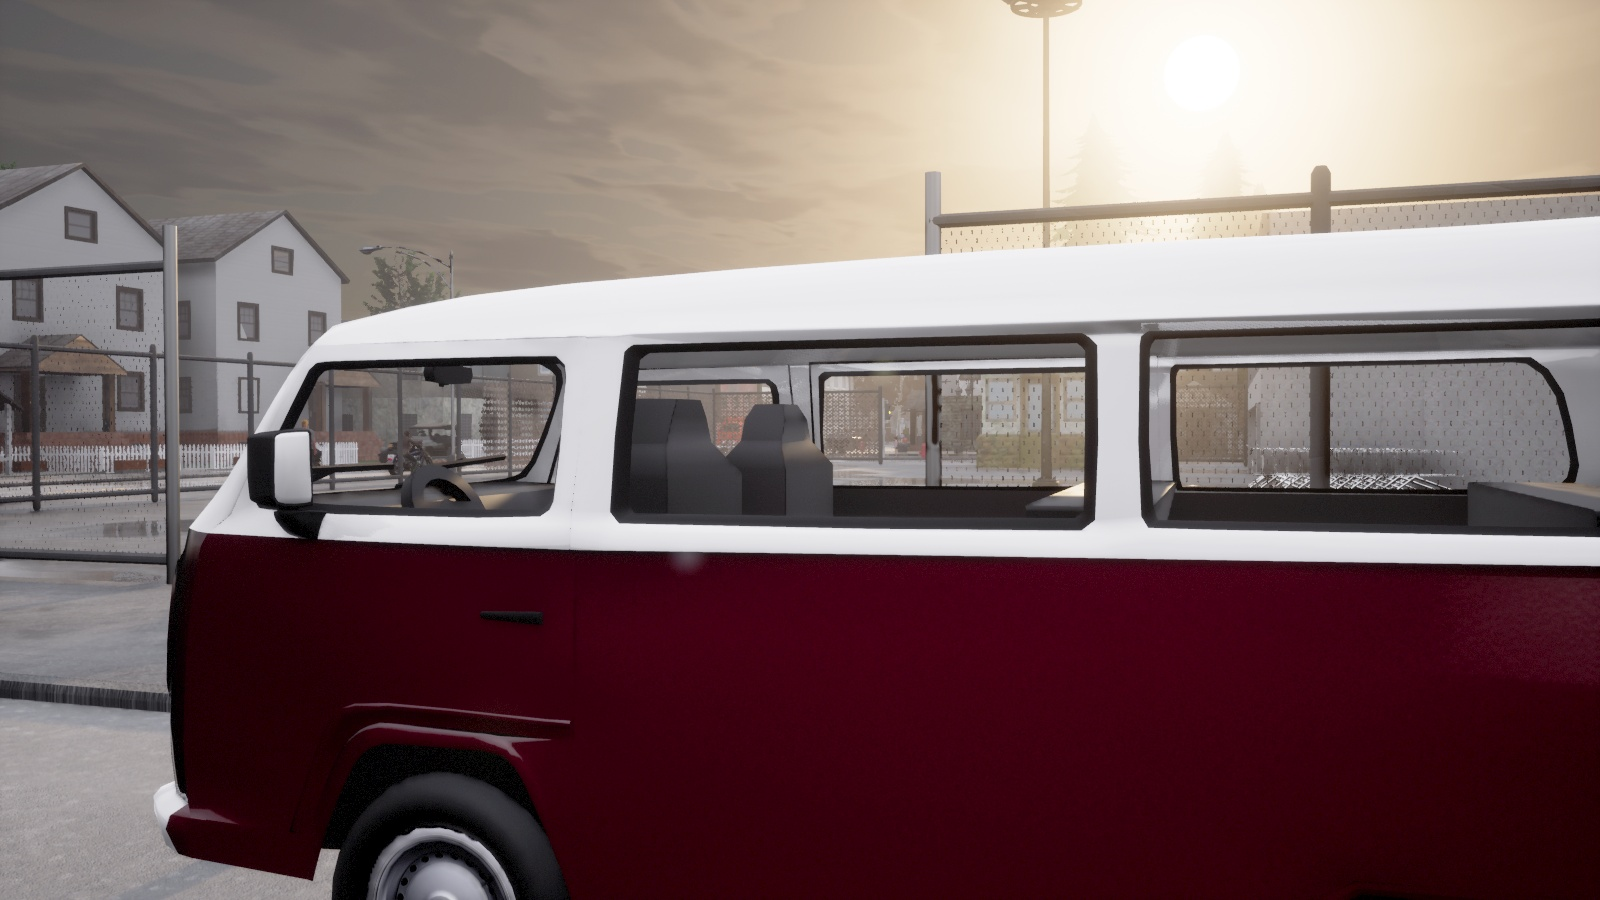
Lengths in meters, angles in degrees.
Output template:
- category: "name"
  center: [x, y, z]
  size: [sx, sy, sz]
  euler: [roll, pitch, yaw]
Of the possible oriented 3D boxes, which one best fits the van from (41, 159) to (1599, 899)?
- category: "van"
  center: [0.462, 0.495, 3.565]
  size: [4.480, 2.038, 2.069]
  euler: [1, 1, 19]
